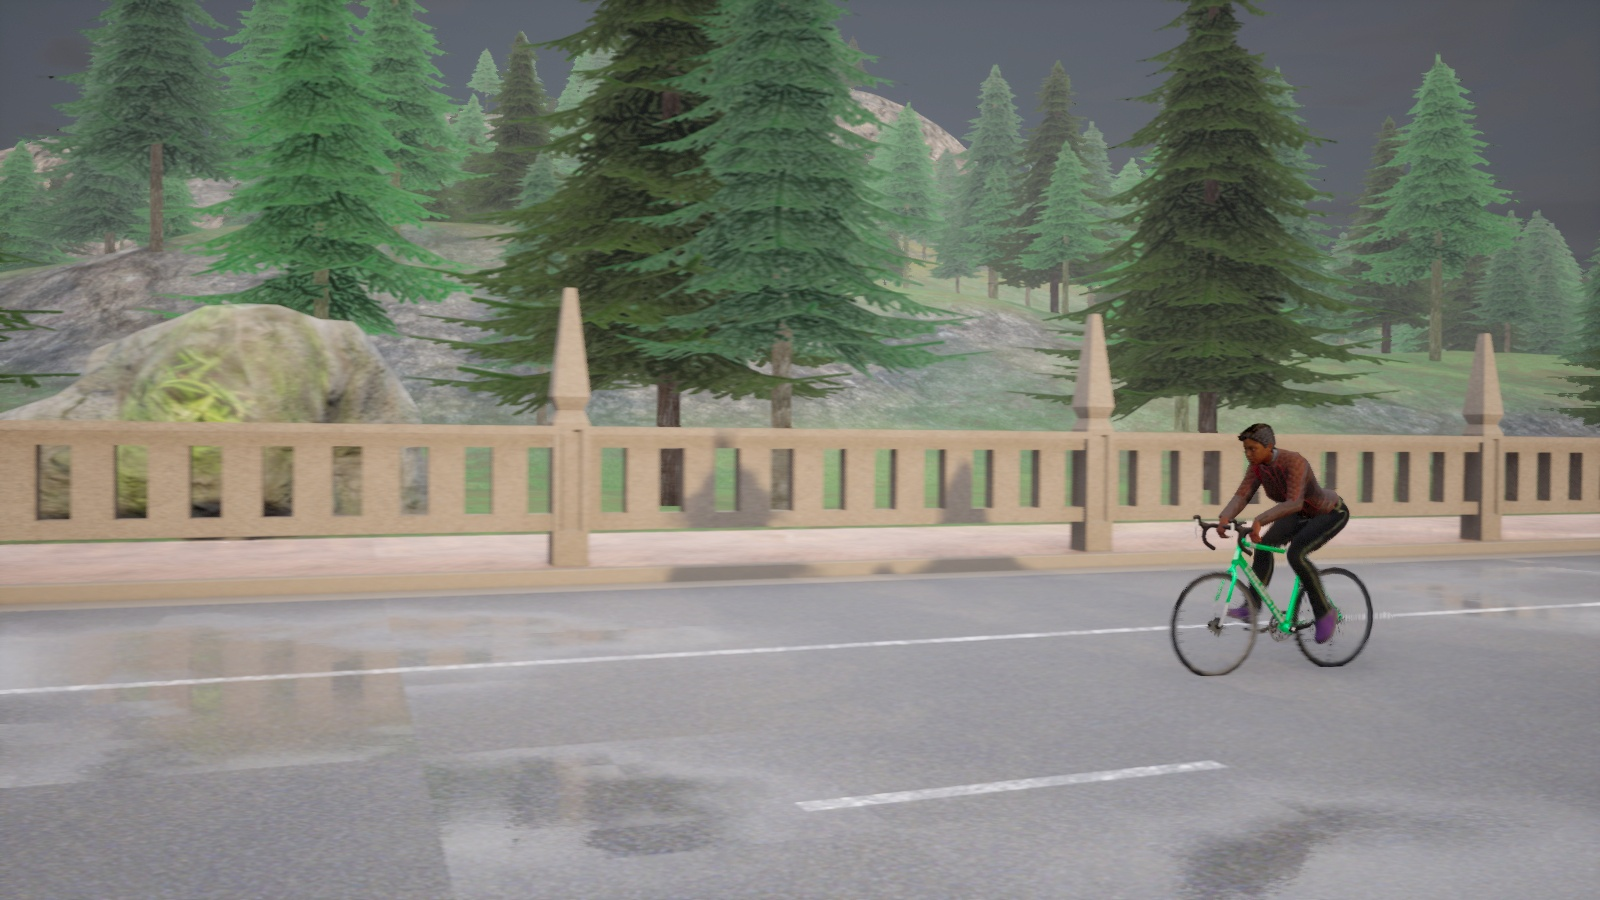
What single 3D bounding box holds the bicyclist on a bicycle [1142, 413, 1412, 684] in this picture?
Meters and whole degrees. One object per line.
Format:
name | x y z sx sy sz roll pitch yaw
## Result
bicyclist on a bicycle | 3.101 0.585 8.160 1.656 1.620 0.582 -1 1 -21
